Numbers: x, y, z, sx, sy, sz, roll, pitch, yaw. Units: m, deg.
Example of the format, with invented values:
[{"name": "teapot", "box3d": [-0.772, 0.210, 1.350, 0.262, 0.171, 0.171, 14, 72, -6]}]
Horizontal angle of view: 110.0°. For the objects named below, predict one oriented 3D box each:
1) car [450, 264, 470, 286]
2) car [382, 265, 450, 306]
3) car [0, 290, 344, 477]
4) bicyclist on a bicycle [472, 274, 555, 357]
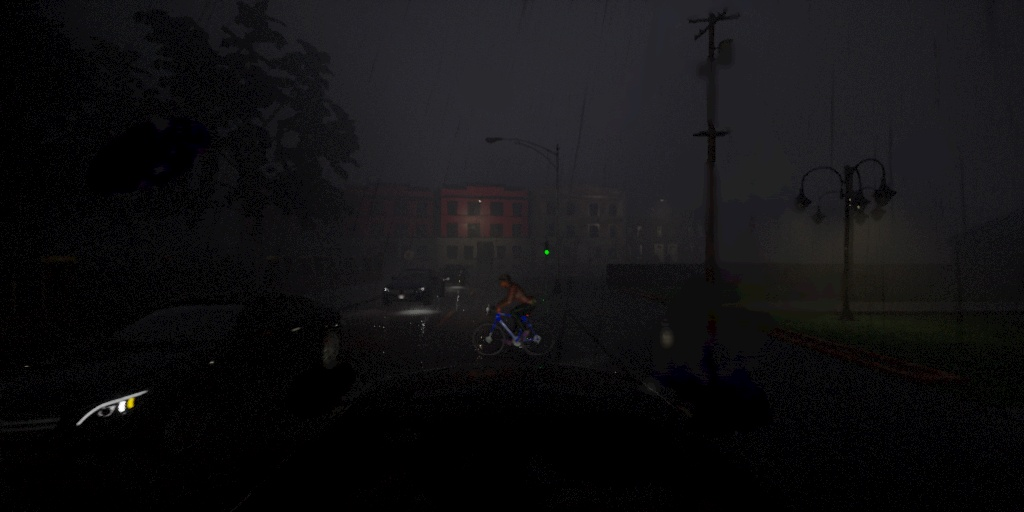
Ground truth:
[{"name": "car", "box3d": [-4.113, 1.286, 25.055, 1.994, 1.385, 4.181, 0, 0, 0]}, {"name": "car", "box3d": [-4.143, 1.259, 15.772, 1.812, 1.442, 4.674, 0, 0, 0]}, {"name": "car", "box3d": [-4.104, 1.272, 5.102, 1.812, 1.442, 4.674, 0, 0, 0]}, {"name": "bicyclist on a bicycle", "box3d": [0.021, 1.183, 7.076, 1.656, 1.620, 0.582, 0, 0, 0]}]
